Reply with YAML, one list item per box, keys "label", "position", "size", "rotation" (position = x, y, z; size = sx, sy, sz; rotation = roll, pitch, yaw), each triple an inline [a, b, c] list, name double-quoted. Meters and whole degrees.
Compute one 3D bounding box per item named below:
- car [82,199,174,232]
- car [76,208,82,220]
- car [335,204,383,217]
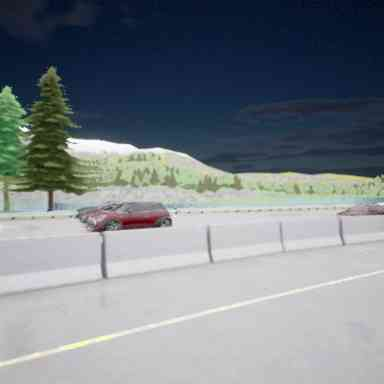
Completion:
- label: "car"
  position: [-3.371, 1.309, 18.377]
  size: [4.553, 1.767, 2.097]
  rotation: [0, 0, -32]
- label: "car"
  position: [-4.741, 1.471, 21.667]
  size: [4.674, 1.442, 1.812]
  rotation: [0, 0, -32]
- label: "car"
  position: [12.077, 1.555, 23.160]
  size: [4.674, 1.442, 1.812]
  rotation: [0, 0, -27]
